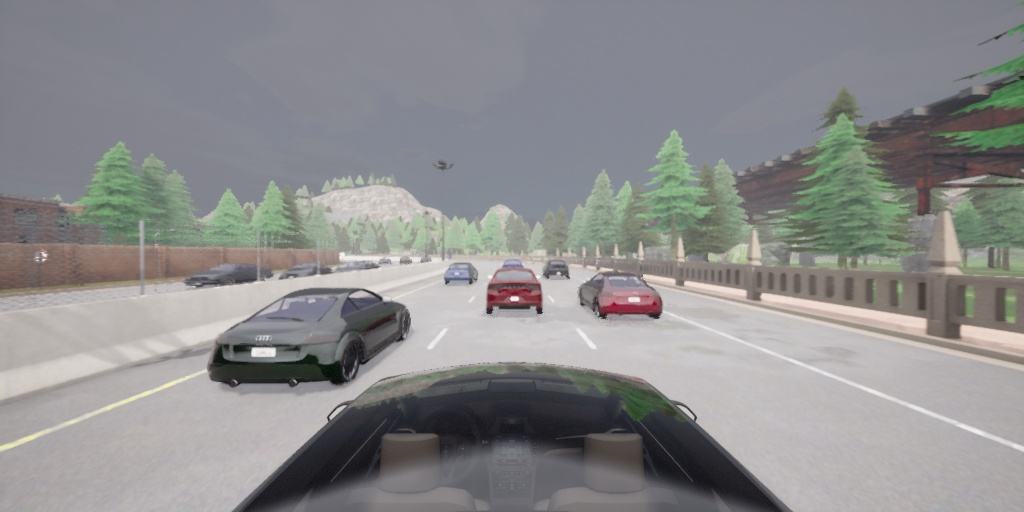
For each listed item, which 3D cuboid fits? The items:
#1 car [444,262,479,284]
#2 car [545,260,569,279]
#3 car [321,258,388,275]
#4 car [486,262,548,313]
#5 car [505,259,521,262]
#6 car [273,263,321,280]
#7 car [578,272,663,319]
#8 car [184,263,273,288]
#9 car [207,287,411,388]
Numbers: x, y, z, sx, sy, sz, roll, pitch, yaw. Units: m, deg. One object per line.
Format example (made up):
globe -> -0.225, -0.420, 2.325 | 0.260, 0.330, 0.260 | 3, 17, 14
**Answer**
car -> -3.421, 1.142, 24.746 | 2.033, 1.411, 5.357 | 0, 0, 0
car -> 3.578, 1.063, 29.764 | 1.837, 1.490, 4.892 | 0, 0, 0
car -> -10.627, 1.088, 24.651 | 2.128, 1.511, 4.902 | 0, 0, 0
car -> 0.085, 1.147, 13.501 | 1.882, 1.535, 5.008 | 0, 0, 0
car -> 0.070, 1.027, 31.239 | 1.882, 1.535, 5.008 | 0, 0, 0
car -> -14.131, 1.159, 24.972 | 1.994, 1.385, 4.181 | 0, 0, 0
car -> 3.588, 1.240, 12.530 | 1.994, 1.385, 4.181 | 0, 0, 0
car -> -17.615, 1.158, 22.801 | 2.033, 1.411, 5.357 | 0, 0, 0
car -> -3.420, 1.279, 6.951 | 1.994, 1.385, 4.181 | 0, 0, 0
